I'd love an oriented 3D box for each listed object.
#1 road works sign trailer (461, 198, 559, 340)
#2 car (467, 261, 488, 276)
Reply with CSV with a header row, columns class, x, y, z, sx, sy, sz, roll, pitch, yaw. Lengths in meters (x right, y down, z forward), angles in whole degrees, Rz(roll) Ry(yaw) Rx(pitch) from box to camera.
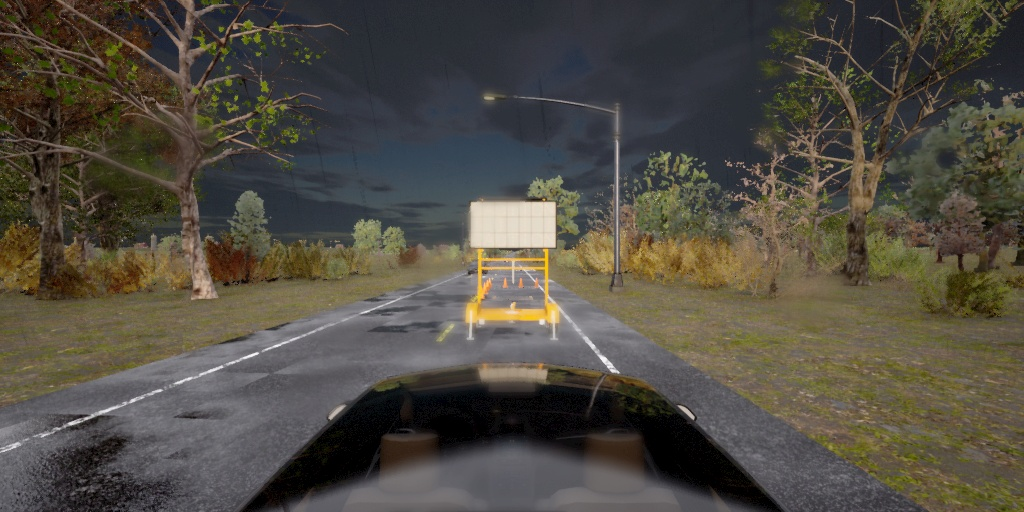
class,x,y,z,sx,sy,sz,roll,pitch,yaw
road works sign trailer,0.038,0.211,9.951,2.380,3.560,2.880,0,0,1
car,-3.569,1.239,37.576,1.837,1.490,4.892,0,0,0
